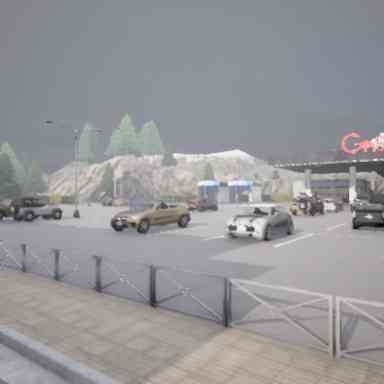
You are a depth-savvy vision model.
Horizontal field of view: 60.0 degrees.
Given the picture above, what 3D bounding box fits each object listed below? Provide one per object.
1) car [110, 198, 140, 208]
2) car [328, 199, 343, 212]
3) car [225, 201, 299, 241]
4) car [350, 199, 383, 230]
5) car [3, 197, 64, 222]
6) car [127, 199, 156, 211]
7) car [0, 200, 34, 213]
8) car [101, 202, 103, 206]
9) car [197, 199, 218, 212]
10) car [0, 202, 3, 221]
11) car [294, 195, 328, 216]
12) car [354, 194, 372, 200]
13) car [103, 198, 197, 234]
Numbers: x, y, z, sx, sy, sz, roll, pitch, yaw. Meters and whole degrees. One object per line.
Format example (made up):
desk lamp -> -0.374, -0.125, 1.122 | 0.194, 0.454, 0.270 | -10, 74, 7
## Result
car -> -11.641, 1.812, 58.201 | 2.152, 1.636, 5.027 | -1, 0, 37
car -> 15.804, 1.523, 37.701 | 1.970, 1.475, 3.806 | -1, 0, 37
car -> 3.142, 1.329, 15.275 | 1.970, 1.475, 3.806 | -1, 0, 37
car -> 10.301, 1.370, 18.719 | 2.007, 1.523, 4.514 | -1, 0, 37
car -> -12.427, 1.352, 26.537 | 1.905, 1.878, 3.866 | -1, 0, 37
car -> -6.763, 1.680, 44.957 | 1.845, 1.501, 3.633 | -1, 0, 37
car -> -22.951, 1.842, 43.352 | 1.970, 1.475, 3.806 | -1, 0, 37
car -> -14.182, 1.851, 60.040 | 2.007, 1.523, 4.514 | -1, 0, 37
car -> 1.208, 1.565, 38.931 | 2.007, 1.523, 4.514 | -1, 0, 37
car -> -14.999, 1.399, 27.949 | 1.932, 1.855, 4.605 | -1, 0, 37
car -> 10.748, 1.248, 30.894 | 1.932, 1.855, 4.605 | -1, 0, 37
car -> 18.096, 1.207, 35.220 | 1.905, 1.878, 3.866 | -1, 0, 37
car -> -2.188, 1.309, 18.865 | 2.152, 1.636, 5.027 | -1, 0, 37
